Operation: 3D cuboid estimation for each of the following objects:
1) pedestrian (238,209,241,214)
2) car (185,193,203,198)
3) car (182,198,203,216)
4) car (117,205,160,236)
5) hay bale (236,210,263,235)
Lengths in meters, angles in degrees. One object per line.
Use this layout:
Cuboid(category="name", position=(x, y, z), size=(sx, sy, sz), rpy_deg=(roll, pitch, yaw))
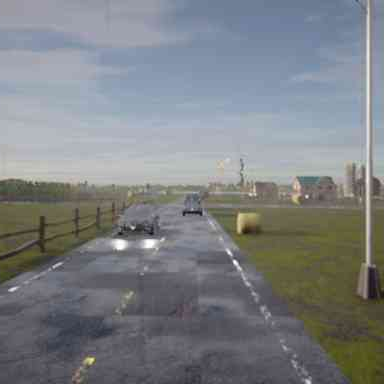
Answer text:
Cuboid(category="pedestrian", position=(2.824, 1.580, 19.334), size=(0.375, 1.300, 0.375), rpy_deg=(-1, 1, 3))
Cuboid(category="car", position=(0.174, 1.200, 44.199), size=(2.150, 2.045, 5.566), rpy_deg=(0, 0, 3))
Cuboid(category="car", position=(0.047, 1.548, 32.609), size=(1.994, 1.385, 4.181), rpy_deg=(0, 0, 1))
Cuboid(category="car", position=(-2.850, 1.495, 18.463), size=(1.837, 1.490, 4.892), rpy_deg=(0, 0, 0))
Cuboid(category="hay bale", position=(3.132, 1.646, 18.201), size=(1.220, 1.180, 1.240), rpy_deg=(1, 1, 0))
